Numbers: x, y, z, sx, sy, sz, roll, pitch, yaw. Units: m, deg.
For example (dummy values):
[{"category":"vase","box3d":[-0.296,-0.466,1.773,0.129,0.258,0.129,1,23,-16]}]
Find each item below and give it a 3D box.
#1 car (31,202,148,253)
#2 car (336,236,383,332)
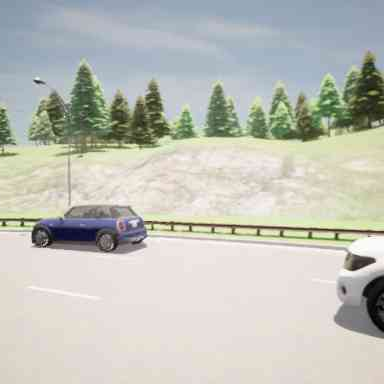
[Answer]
[{"category":"car","box3d":[-4.149,1.265,13.313,4.553,1.767,2.097,0,1,21]},{"category":"car","box3d":[5.079,1.136,4.672,5.566,2.045,2.150,-1,0,37]}]
